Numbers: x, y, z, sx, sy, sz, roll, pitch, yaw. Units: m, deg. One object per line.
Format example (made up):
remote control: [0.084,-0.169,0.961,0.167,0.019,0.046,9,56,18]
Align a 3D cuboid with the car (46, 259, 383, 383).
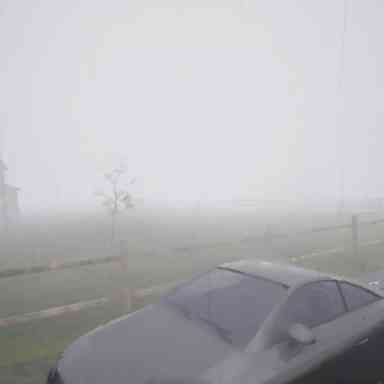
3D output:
car: [0.697,1.528,3.599,4.181,1.385,1.994,-1,1,-36]
